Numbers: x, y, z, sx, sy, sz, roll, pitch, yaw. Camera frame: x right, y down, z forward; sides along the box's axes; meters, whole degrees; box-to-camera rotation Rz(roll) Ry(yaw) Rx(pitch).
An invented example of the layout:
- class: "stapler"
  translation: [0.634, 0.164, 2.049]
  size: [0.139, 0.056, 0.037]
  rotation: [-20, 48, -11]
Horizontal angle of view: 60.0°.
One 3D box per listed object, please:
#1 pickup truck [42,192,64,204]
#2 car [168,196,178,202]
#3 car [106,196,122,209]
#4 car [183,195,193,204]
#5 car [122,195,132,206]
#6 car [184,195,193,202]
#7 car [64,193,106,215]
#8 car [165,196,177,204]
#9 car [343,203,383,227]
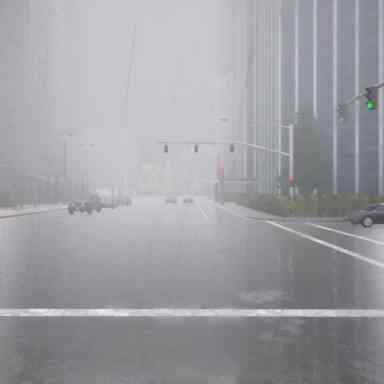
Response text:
- class: "pickup truck"
  translation: [-24.323, 1.059, 59.995]
  size: [2.390, 2.098, 6.274]
  rotation: [0, 0, 30]
- class: "car"
  translation: [-4.326, 1.540, 75.217]
  size: [2.033, 1.411, 5.357]
  rotation: [0, 0, 0]
- class: "car"
  translation: [-11.170, 1.564, 44.372]
  size: [1.994, 1.385, 4.181]
  rotation: [0, 0, -1]
- class: "car"
  translation: [-0.745, 1.526, 65.296]
  size: [1.812, 1.442, 4.674]
  rotation: [0, 0, 0]
- class: "car"
  translation: [-11.244, 1.352, 54.579]
  size: [2.097, 1.767, 4.553]
  rotation: [0, 0, -1]
- class: "car"
  translation: [-0.830, 1.387, 75.547]
  size: [1.882, 1.535, 5.008]
  rotation: [0, 0, 0]
- class: "car"
  translation: [-11.086, 1.221, 34.843]
  size: [2.150, 2.045, 5.566]
  rotation: [0, 0, -1]
- class: "car"
  translation: [-4.142, 1.601, 64.957]
  size: [1.895, 1.301, 4.718]
  rotation: [0, 0, 0]
- class: "car"
  translation: [12.633, 1.505, 22.033]
  size: [4.892, 1.490, 1.837]
  rotation: [0, 0, 0]
